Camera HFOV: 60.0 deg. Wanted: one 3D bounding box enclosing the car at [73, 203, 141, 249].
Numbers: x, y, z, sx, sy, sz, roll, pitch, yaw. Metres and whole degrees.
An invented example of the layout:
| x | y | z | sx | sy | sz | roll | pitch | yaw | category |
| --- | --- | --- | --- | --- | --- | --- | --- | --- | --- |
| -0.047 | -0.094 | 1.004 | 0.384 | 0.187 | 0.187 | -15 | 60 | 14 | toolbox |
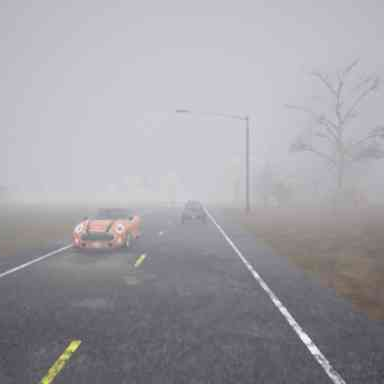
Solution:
| x | y | z | sx | sy | sz | roll | pitch | yaw | category |
| --- | --- | --- | --- | --- | --- | --- | --- | --- | --- |
| -3.584 | 1.414 | 14.768 | 2.097 | 1.767 | 4.553 | 0 | 0 | 0 | car |

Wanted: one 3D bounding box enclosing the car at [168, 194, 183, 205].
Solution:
| x | y | z | sx | sy | sz | roll | pitch | yaw | category |
| --- | --- | --- | --- | --- | --- | --- | --- | --- | --- |
| -3.442 | 1.569 | 65.337 | 2.097 | 1.767 | 4.553 | 0 | 0 | 0 | car |

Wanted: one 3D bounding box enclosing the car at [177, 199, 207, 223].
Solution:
| x | y | z | sx | sy | sz | roll | pitch | yaw | category |
| --- | --- | --- | --- | --- | --- | --- | --- | --- | --- |
| 0.127 | 1.593 | 26.217 | 2.128 | 1.511 | 4.902 | 0 | 0 | 0 | car |
